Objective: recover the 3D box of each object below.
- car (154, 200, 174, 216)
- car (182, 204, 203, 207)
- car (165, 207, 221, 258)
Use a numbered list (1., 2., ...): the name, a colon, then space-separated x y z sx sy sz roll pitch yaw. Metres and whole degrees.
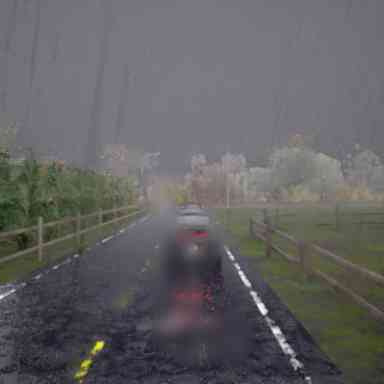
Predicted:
1. car: -2.825 1.593 34.280 2.128 1.511 4.902 0 0 0
2. car: 0.065 1.644 27.417 1.994 1.385 4.181 0 0 0
3. car: 0.069 1.543 12.839 1.837 1.490 4.892 0 0 0
